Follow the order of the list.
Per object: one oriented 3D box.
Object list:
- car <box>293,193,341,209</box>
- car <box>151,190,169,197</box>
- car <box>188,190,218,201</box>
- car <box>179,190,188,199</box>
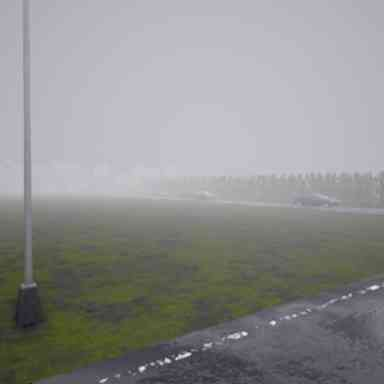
[{"bbox_3d":[12.822,0.894,34.287,1.882,1.535,5.008,0,1,-36],"label":"car"},{"bbox_3d":[-6.381,0.342,65.891,1.994,1.385,4.181,0,1,-36],"label":"car"},{"bbox_3d":[1.848,0.611,49.581,1.812,1.442,4.674,0,1,-36],"label":"car"},{"bbox_3d":[-0.349,0.446,57.584,2.128,1.511,4.902,0,1,-35],"label":"car"}]
